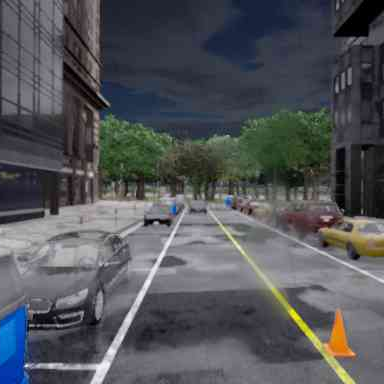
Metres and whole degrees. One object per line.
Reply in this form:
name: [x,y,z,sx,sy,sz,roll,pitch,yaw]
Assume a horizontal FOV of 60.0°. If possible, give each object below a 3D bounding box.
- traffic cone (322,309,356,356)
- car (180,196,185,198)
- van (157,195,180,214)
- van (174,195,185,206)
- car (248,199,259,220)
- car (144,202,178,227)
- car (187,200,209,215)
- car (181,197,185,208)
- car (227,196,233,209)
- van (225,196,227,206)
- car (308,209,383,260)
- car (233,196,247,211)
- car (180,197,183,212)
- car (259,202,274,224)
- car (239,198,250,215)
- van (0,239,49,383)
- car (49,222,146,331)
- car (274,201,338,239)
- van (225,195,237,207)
traffic cone: [2.103,1.977,4.773,0.340,0.580,0.340,0,0,0]
car: [-2.093,1.600,44.869,1.752,1.417,4.829,0,0,0]
van: [-2.209,1.381,28.727,1.690,1.788,3.998,0,0,0]
van: [-2.013,1.441,55.914,1.690,1.788,3.998,0,0,0]
car: [6.316,1.617,28.835,1.752,1.417,4.829,0,0,0]
car: [-2.249,1.595,23.289,1.947,1.339,4.313,0,0,0]
car: [0.597,1.574,34.668,1.837,1.490,4.892,0,0,0]
car: [-2.132,1.629,39.601,1.947,1.339,4.313,0,0,0]
car: [6.434,1.442,44.978,2.192,1.841,5.009,0,0,0]
van: [6.473,1.481,50.415,1.690,1.788,3.998,0,0,0]
car: [6.198,1.585,12.522,1.752,1.417,4.829,0,0,0]
car: [6.394,1.555,39.540,1.967,1.590,4.097,0,0,0]
car: [-2.172,1.576,33.994,1.752,1.417,4.829,0,0,0]
car: [6.276,1.631,23.227,2.008,1.369,4.403,0,0,0]
car: [6.354,1.648,34.102,1.887,1.381,4.507,0,0,0]
van: [-2.405,1.329,1.540,1.690,1.788,3.998,0,0,0]
car: [-2.367,1.549,6.977,2.008,1.369,4.403,0,0,0]
car: [6.237,1.385,17.790,2.192,1.841,5.009,0,0,0]
van: [6.512,1.493,55.852,1.690,1.788,3.998,0,0,0]
